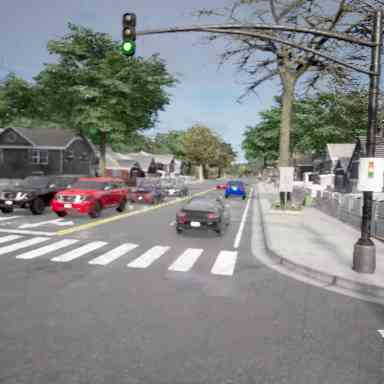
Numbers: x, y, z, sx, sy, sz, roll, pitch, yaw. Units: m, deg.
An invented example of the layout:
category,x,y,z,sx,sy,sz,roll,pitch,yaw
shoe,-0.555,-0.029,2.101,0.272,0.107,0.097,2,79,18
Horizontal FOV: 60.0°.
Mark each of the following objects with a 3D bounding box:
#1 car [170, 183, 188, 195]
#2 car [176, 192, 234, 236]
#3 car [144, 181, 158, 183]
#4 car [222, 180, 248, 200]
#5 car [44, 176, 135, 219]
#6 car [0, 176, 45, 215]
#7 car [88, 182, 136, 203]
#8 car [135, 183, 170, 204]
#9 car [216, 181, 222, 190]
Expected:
category,x,y,z,sx,sy,sz,roll,pitch,yaw
car,-1.671,-0.311,37.747,2.128,1.511,4.902,2,3,11
car,0.568,0.914,14.279,1.812,1.442,4.674,2,3,11
car,-4.817,-0.457,38.526,2.128,1.511,4.902,2,3,11
car,4.953,-0.329,37.070,2.150,2.045,5.566,2,3,11
car,-5.404,0.217,18.586,2.150,2.045,5.566,2,2,11
car,-8.585,0.078,19.244,2.150,2.045,5.566,2,2,11
car,-6.762,-0.015,28.751,2.128,1.511,4.902,2,3,11
car,-3.632,0.208,27.829,1.994,1.385,4.181,2,3,11
car,5.327,-1.102,56.829,1.994,1.385,4.181,2,3,11
